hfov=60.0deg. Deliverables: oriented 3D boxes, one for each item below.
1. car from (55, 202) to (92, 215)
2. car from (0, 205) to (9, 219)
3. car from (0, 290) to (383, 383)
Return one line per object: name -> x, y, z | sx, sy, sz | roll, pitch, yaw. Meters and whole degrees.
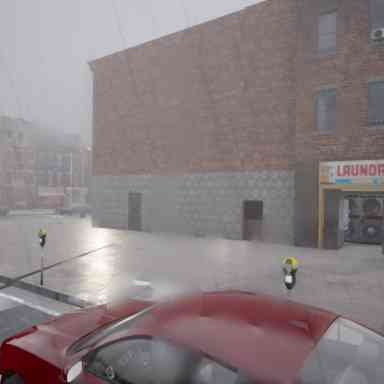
car -> -13.166, 1.917, 38.802 | 2.033, 1.411, 5.357 | 1, 0, 35
car -> -19.333, 1.722, 30.198 | 2.128, 1.511, 4.902 | 1, 0, 36
car -> 0.137, 1.544, 2.700 | 4.507, 1.381, 1.887 | 0, 1, 36
